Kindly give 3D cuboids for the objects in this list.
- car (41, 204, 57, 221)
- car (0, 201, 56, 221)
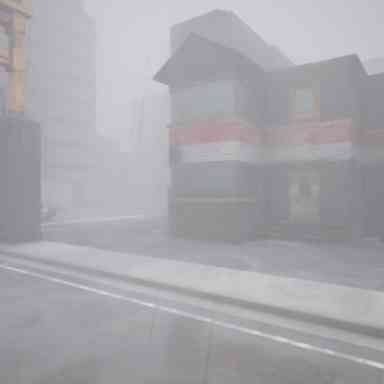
[{"bbox_3d":[-12.417,1.491,24.701,2.038,1.542,4.974,0,0,15],"label":"car"},{"bbox_3d":[-12.403,1.333,24.751,1.853,1.218,4.536,0,0,15],"label":"car"}]
